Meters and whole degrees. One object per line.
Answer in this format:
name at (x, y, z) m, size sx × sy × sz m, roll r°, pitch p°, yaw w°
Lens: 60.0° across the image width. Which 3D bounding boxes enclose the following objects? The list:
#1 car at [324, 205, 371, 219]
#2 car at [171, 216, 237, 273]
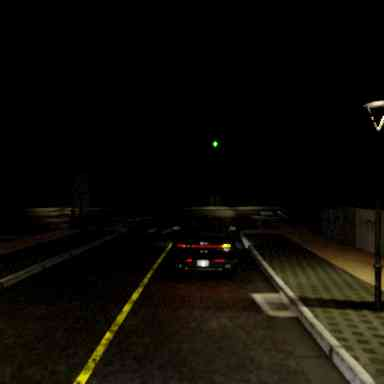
car at (12.024, 1.697, 24.007) m, size 4.892 × 1.490 × 1.837 m, roll -1°, pitch 1°, yaw 7°
car at (0.403, 1.560, 10.920) m, size 1.837 × 1.490 × 4.892 m, roll 0°, pitch 0°, yaw 3°
